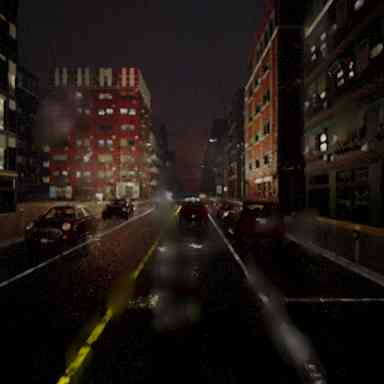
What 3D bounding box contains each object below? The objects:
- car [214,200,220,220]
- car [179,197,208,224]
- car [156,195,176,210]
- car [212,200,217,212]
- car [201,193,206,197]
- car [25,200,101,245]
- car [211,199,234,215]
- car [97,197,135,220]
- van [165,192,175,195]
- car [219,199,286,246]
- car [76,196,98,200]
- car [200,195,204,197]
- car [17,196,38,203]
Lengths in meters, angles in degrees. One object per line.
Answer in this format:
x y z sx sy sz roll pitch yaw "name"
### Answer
2.663 1.435 20.443 1.947 1.339 4.313 1 0 0 "car"
0.095 1.330 23.062 1.882 1.535 5.008 0 1 0 "car"
-3.012 1.357 38.056 1.895 1.301 4.718 0 0 0 "car"
2.662 1.415 26.099 1.802 1.307 4.206 1 0 0 "car"
2.682 1.007 81.178 1.752 1.417 4.829 1 0 0 "car"
-5.680 1.346 14.821 1.967 1.590 4.097 1 0 0 "car"
2.830 1.379 31.755 1.802 1.307 4.206 1 0 0 "car"
-5.683 1.273 26.133 1.967 1.590 4.097 1 0 0 "car"
-5.695 0.824 81.043 1.690 1.788 3.998 1 0 0 "van"
2.668 1.221 14.784 2.192 1.841 5.009 1 0 0 "car"
-18.725 1.335 60.133 4.313 1.339 1.947 0 0 0 "car"
0.095 1.349 39.408 1.895 1.301 4.718 0 0 0 "car"
-30.066 1.411 60.178 4.206 1.307 1.802 0 0 0 "car"
